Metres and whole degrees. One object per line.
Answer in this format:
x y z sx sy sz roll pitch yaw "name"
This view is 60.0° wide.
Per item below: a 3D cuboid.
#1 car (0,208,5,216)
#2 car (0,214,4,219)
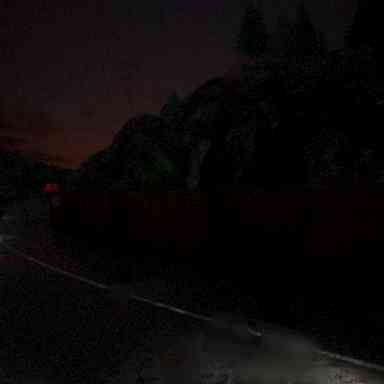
-18.236 1.846 29.816 2.033 1.411 5.357 0 0 -19 "car"
-9.284 1.668 13.698 1.812 1.442 4.674 0 0 -38 "car"
